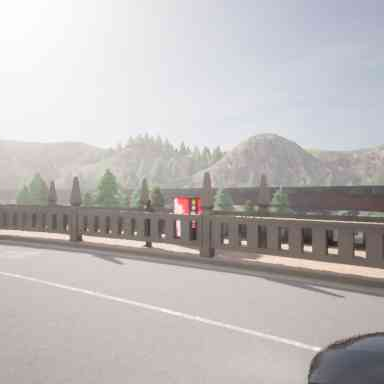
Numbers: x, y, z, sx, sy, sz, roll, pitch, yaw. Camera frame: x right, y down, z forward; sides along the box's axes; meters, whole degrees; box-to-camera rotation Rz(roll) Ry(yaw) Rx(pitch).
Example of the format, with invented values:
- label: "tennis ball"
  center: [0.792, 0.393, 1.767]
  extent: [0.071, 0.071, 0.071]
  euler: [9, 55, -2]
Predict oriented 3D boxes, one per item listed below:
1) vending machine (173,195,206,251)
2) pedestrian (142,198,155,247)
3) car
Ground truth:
- label: "vending machine"
  center: [-0.080, 1.195, 13.286]
  extent: [0.880, 2.100, 1.100]
  euler: [0, 0, 31]
- label: "pedestrian"
  center: [-1.665, 1.141, 12.525]
  extent: [0.375, 1.860, 0.375]
  euler: [0, 0, 31]
- label: "car"
  center: [2.981, 1.526, 1.661]
  extent: [4.674, 1.442, 1.812]
  euler: [0, 0, 36]
